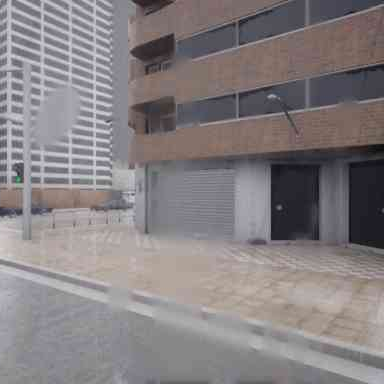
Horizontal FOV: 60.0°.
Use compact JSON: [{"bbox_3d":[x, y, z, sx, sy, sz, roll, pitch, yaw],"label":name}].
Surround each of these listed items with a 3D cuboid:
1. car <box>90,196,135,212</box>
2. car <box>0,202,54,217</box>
[{"bbox_3d":[-9.403,1.547,39.434,2.033,1.411,5.357,0,0,36],"label":"car"},{"bbox_3d":[-15.559,1.601,30.977,1.895,1.301,4.718,0,0,36],"label":"car"}]
